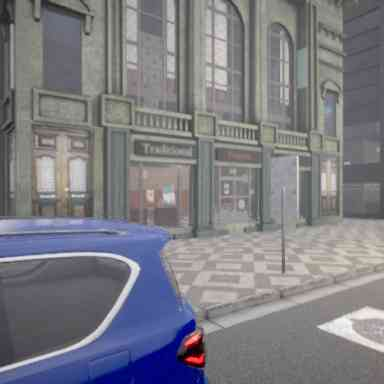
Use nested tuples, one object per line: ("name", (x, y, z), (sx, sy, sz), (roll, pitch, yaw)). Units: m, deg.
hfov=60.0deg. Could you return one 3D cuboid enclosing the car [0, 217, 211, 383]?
("car", (-2.452, 1.226, 1.604), (5.566, 2.045, 2.150), (0, 0, -36))
